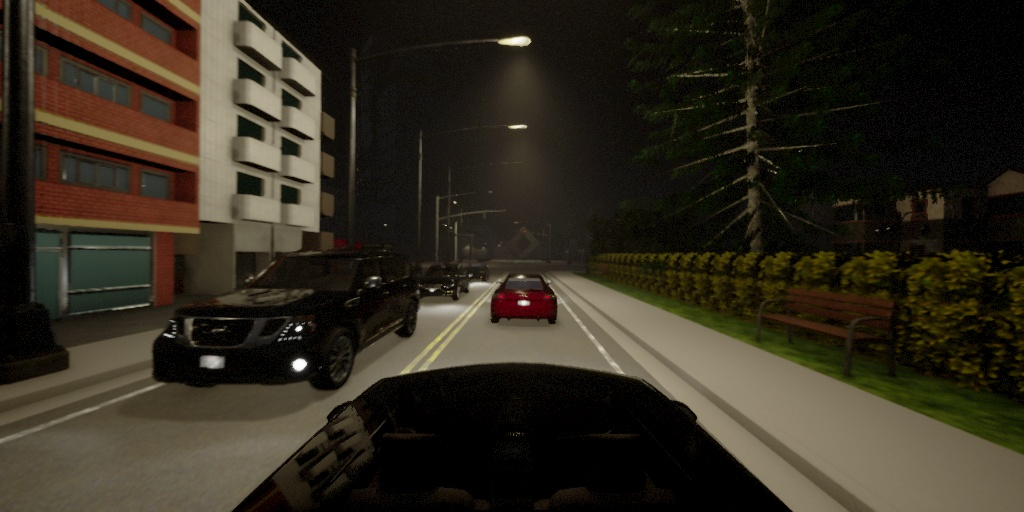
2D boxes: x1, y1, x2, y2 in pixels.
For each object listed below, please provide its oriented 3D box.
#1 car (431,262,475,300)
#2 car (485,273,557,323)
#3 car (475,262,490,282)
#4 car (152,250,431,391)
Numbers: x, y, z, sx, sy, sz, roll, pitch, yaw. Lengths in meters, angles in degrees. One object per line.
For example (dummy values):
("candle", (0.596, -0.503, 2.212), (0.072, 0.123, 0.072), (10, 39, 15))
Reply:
("car", (-3.130, 1.127, 16.863), (1.837, 1.490, 4.892), (1, 0, 2))
("car", (0.397, 1.261, 11.935), (1.994, 1.385, 4.181), (1, 0, 2))
("car", (-2.764, 1.134, 26.907), (1.994, 1.385, 4.181), (1, 0, 2))
("car", (-3.467, 0.895, 7.026), (2.150, 2.045, 5.566), (1, 0, 2))
